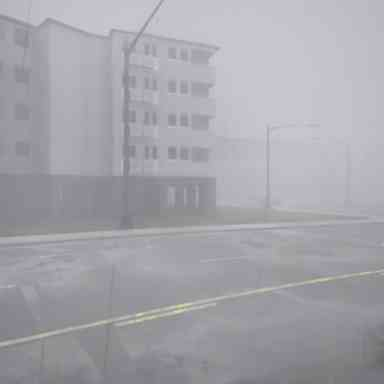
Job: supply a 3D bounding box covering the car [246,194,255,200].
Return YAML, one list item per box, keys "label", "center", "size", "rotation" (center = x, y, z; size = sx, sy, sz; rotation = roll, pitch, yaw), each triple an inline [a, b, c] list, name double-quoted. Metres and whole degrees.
- label: "car"
  center: [12.817, 1.090, 70.797]
  size: [1.882, 1.535, 5.008]
  rotation: [0, 0, 19]

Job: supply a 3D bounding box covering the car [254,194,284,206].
- label: "car"
  center: [12.754, 1.499, 55.361]
  size: [1.837, 1.490, 4.892]
  rotation: [-1, 1, -17]
